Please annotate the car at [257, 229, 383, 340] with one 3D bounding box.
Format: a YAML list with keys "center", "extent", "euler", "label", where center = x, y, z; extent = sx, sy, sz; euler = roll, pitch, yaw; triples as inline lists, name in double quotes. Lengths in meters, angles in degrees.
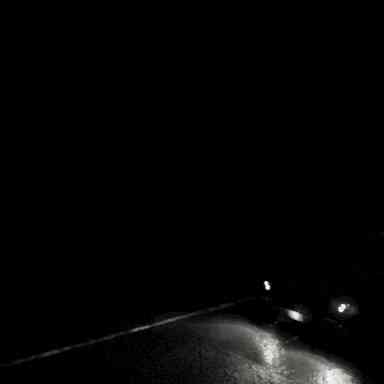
- center: [3.761, 1.486, 6.636]
  extent: [5.357, 1.411, 2.033]
  euler: [-1, 0, -35]
  label: "car"
